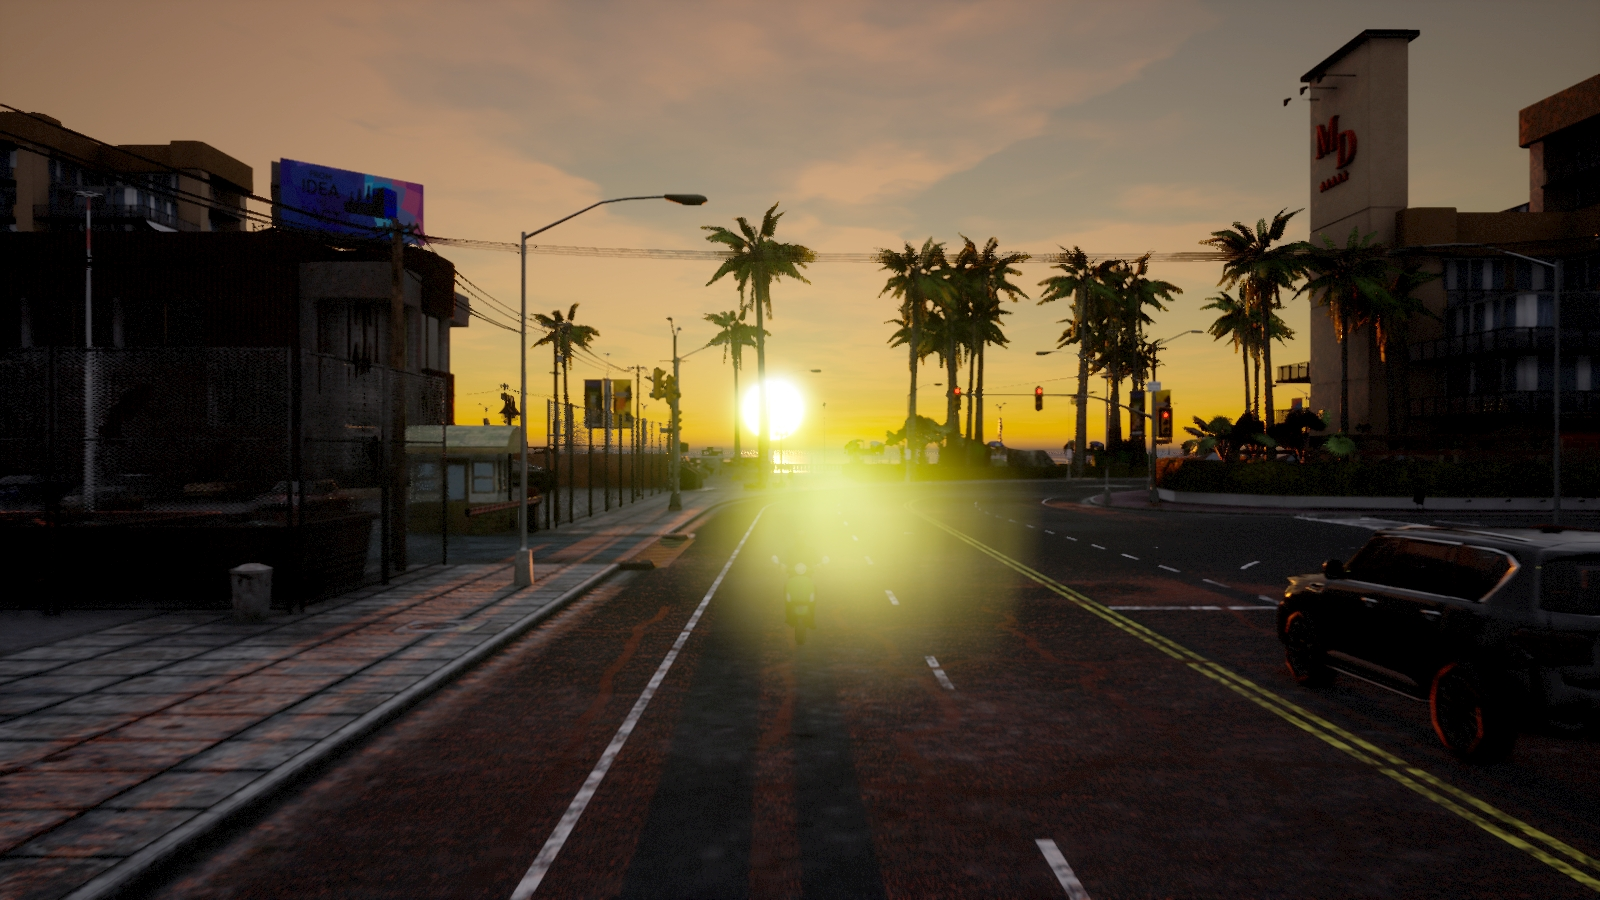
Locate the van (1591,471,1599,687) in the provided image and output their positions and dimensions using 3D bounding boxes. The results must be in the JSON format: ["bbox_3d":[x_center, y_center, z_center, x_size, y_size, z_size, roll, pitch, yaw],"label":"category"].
[{"bbox_3d":[10.497,1.534,10.768,1.988,2.561,5.915,0,0,0],"label":"van"}]

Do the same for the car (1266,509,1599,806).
[{"bbox_3d":[6.997,1.779,11.772,2.150,2.045,5.566,0,0,0],"label":"car"}]

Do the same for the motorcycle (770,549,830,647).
[{"bbox_3d":[0.002,2.182,17.118,0.856,1.236,1.805,0,0,0],"label":"motorcycle"}]
